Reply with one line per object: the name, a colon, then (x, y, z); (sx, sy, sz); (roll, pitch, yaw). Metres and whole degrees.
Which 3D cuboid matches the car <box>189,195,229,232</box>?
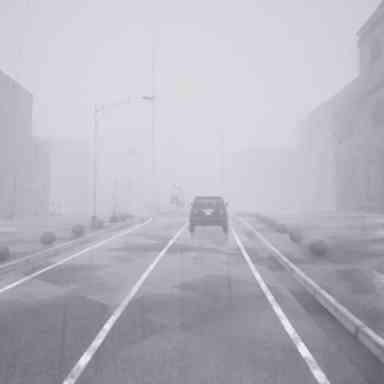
car: (1.023, 1.216, 20.019); (2.150, 2.045, 5.566); (0, 0, 4)
